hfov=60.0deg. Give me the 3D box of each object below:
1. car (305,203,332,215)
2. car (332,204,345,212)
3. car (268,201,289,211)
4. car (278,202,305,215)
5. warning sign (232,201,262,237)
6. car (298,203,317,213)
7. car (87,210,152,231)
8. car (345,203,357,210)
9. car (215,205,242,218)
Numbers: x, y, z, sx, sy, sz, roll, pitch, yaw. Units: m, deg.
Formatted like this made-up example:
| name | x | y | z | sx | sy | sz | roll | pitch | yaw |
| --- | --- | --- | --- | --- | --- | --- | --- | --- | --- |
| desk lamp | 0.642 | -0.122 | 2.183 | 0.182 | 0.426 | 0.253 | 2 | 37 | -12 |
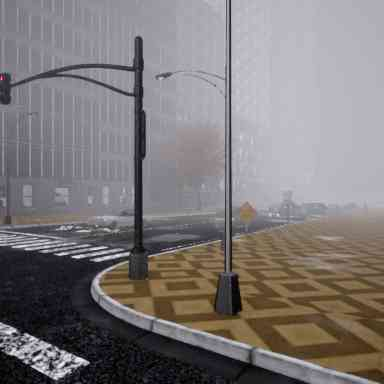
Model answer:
| name | x | y | z | sx | sy | sz | roll | pitch | yaw |
| --- | --- | --- | --- | --- | --- | --- | --- | --- | --- |
| car | 17.668 | 2.247 | 46.439 | 2.097 | 1.767 | 4.553 | 0 | -1 | 32 |
| car | 23.736 | 2.640 | 55.889 | 2.033 | 1.411 | 5.357 | 0 | -1 | 33 |
| car | 13.612 | 2.207 | 52.331 | 1.994 | 1.385 | 4.181 | 0 | -1 | 33 |
| car | 13.725 | 2.205 | 46.402 | 2.097 | 1.767 | 4.553 | 0 | -1 | 33 |
| warning sign | 3.066 | 1.454 | 18.581 | 1.300 | 1.860 | 1.060 | 1 | 1 | 33 |
| car | 19.048 | 2.533 | 54.781 | 1.837 | 1.490 | 4.892 | 0 | -1 | 33 |
| car | -5.017 | 1.925 | 23.515 | 1.895 | 1.301 | 4.718 | 0 | -1 | 33 |
| car | 31.341 | 2.837 | 65.801 | 1.812 | 1.442 | 4.674 | 0 | -1 | 33 |
| car | 4.688 | 2.192 | 38.617 | 2.033 | 1.411 | 5.357 | 0 | -1 | 33 |
